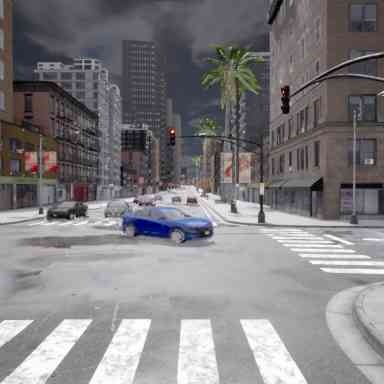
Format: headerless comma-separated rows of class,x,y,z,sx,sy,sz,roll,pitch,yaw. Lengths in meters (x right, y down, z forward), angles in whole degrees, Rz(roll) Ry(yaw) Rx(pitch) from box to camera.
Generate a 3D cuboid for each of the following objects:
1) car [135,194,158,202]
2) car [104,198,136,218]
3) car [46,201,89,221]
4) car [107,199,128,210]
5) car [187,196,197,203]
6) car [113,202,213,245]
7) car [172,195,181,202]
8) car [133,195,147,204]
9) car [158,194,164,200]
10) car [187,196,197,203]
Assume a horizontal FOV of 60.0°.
car,-6.675,1.459,49.131,1.882,1.535,5.008,0,0,0
car,-6.650,1.519,30.368,1.812,1.442,4.674,0,0,0
car,-10.009,1.471,27.066,1.882,1.535,5.008,0,0,2
car,-9.916,1.587,44.613,1.895,1.301,4.718,0,0,0
car,-0.045,1.502,71.377,1.994,1.385,4.181,0,0,0
car,-1.287,1.472,15.844,5.008,1.535,1.882,0,1,39
car,-3.285,1.440,70.908,2.128,1.511,4.902,0,0,0
car,-9.877,1.437,63.335,1.882,1.535,5.008,0,0,0
car,-6.608,1.173,65.491,1.837,1.490,4.892,0,0,0
car,0.000,1.440,61.335,1.882,1.535,5.008,0,0,0
